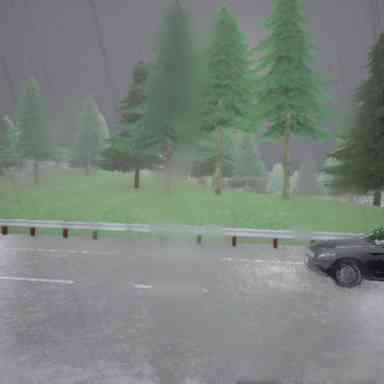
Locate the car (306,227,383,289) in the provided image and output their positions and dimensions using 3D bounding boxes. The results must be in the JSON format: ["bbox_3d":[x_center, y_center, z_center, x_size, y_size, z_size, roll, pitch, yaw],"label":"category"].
[{"bbox_3d":[5.331,1.568,8.339,4.674,1.442,1.812,1,0,10],"label":"car"}]
